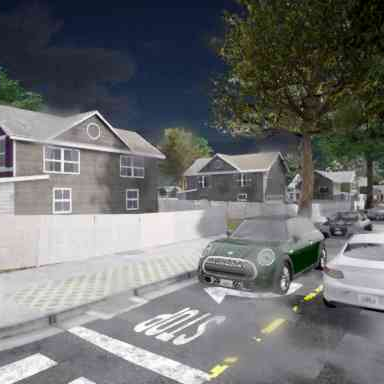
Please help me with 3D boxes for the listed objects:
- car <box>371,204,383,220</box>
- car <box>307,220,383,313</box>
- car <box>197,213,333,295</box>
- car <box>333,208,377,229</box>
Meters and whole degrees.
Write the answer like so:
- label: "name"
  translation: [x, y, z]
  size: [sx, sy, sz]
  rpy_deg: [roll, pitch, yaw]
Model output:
- label: "car"
  translation: [15.835, 1.770, 27.729]
  size: [1.837, 1.490, 4.892]
  rpy_deg: [-1, 0, 36]
- label: "car"
  translation: [4.210, 1.576, 7.220]
  size: [1.812, 1.442, 4.674]
  rpy_deg: [-1, -1, 36]
- label: "car"
  translation: [2.107, 1.451, 9.200]
  size: [2.097, 1.767, 4.553]
  rpy_deg: [-1, -1, 37]
- label: "car"
  translation: [7.980, 1.734, 17.129]
  size: [1.994, 1.385, 4.181]
  rpy_deg: [-1, -1, 36]
